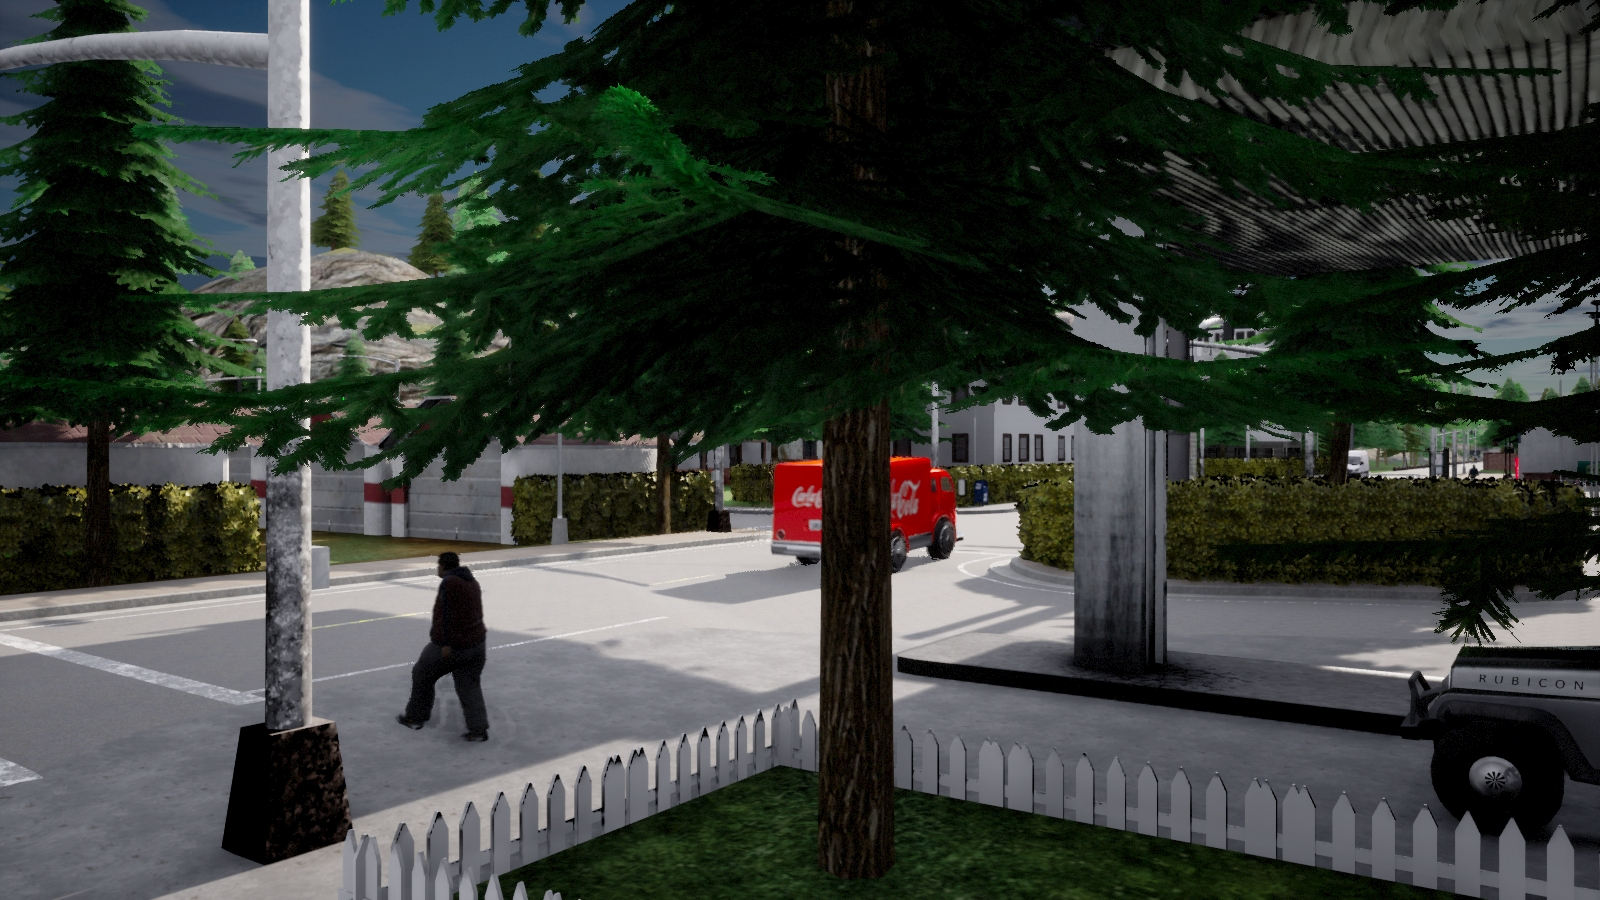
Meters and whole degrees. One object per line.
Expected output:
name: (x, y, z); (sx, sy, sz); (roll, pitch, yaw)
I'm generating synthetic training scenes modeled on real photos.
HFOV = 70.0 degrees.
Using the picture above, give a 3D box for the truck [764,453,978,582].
truck: (1.788, 1.403, 26.559); (2.627, 2.467, 5.204); (0, 2, 34)

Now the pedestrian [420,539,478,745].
pedestrian: (-3.304, 1.789, 10.760); (0.375, 1.860, 0.375); (0, 0, 20)
